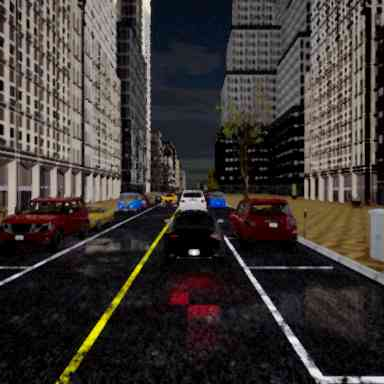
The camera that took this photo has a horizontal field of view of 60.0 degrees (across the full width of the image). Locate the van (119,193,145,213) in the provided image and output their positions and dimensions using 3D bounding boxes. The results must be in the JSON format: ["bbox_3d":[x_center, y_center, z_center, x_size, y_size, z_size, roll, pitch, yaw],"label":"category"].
[{"bbox_3d":[-5.686,0.987,30.532,1.690,1.788,3.998,0,1,0],"label":"van"}]

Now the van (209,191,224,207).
[{"bbox_3d":[2.701,0.922,36.195,1.690,1.788,3.998,0,1,0],"label":"van"}]

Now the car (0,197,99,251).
[{"bbox_3d":[-5.684,1.156,13.467,2.192,1.841,5.009,0,1,0],"label":"car"}]

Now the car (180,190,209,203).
[{"bbox_3d":[0.084,0.879,29.343,2.150,2.045,5.566,0,1,0],"label":"car"}]

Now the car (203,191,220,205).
[{"bbox_3d":[2.703,0.770,47.573,2.192,1.841,5.009,0,1,0],"label":"car"}]

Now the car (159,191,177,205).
[{"bbox_3d":[-3.089,0.950,45.968,1.882,1.535,5.008,0,1,0],"label":"car"}]

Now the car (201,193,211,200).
[{"bbox_3d":[2.673,0.852,64.642,1.802,1.307,4.206,0,1,0],"label":"car"}]

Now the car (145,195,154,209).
[{"bbox_3d":[-5.687,1.021,36.221,1.967,1.590,4.097,0,1,0],"label":"car"}]

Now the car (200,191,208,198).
[{"bbox_3d":[2.995,0.527,83.405,1.801,1.575,5.366,0,1,0],"label":"car"}]

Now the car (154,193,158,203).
[{"bbox_3d":[-5.688,1.045,41.741,1.752,1.417,4.829,0,1,0],"label":"car"}]

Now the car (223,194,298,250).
[{"bbox_3d":[2.701,1.156,13.441,2.192,1.841,5.009,0,1,0],"label":"car"}]

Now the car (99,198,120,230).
[{"bbox_3d":[-5.687,1.303,18.987,1.752,1.417,4.829,0,1,0],"label":"car"}]

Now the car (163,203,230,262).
[{"bbox_3d":[0.072,1.369,11.575,1.837,1.490,4.892,0,1,0],"label":"car"}]
